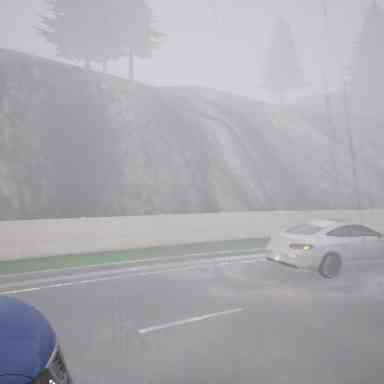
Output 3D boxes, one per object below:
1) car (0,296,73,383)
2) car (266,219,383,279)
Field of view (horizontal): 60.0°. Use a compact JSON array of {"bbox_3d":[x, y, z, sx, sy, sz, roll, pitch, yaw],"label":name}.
[{"bbox_3d":[-3.322,1.216,1.232,5.566,2.045,2.150,1,-1,-37],"label":"car"},{"bbox_3d":[4.373,1.526,9.856,4.674,1.442,1.812,0,0,-25],"label":"car"}]
